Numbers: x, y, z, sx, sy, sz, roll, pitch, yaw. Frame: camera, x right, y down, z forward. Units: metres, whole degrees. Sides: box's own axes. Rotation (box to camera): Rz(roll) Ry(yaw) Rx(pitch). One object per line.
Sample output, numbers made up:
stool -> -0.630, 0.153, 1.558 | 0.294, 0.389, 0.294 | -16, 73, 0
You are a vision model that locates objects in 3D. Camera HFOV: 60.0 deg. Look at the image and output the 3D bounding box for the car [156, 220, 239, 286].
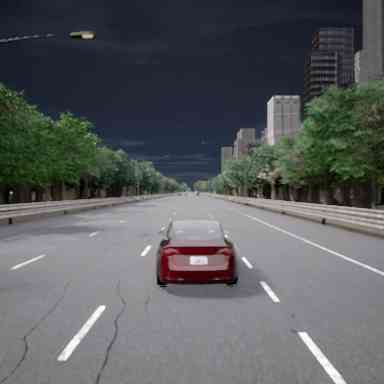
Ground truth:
car -> 0.070, 1.501, 9.448 | 2.163, 1.488, 4.792 | 0, 0, -2
